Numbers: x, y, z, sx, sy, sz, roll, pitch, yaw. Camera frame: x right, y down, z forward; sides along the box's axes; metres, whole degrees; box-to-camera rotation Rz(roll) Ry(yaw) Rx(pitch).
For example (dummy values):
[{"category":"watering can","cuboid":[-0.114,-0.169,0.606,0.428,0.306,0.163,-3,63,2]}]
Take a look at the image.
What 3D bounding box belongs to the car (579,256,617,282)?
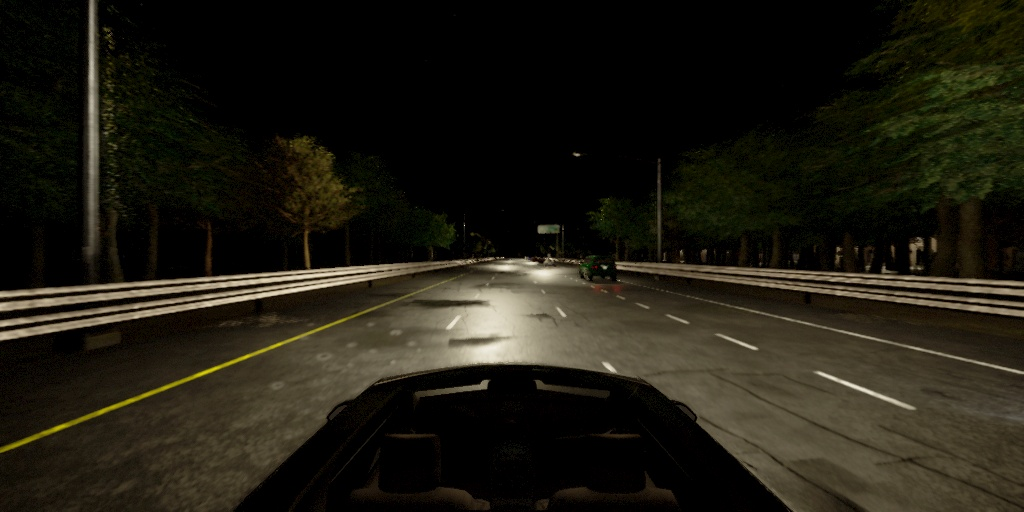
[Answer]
[{"category":"car","cuboid":[7.021,0.990,29.709,2.150,2.045,5.566,0,0,0]}]
